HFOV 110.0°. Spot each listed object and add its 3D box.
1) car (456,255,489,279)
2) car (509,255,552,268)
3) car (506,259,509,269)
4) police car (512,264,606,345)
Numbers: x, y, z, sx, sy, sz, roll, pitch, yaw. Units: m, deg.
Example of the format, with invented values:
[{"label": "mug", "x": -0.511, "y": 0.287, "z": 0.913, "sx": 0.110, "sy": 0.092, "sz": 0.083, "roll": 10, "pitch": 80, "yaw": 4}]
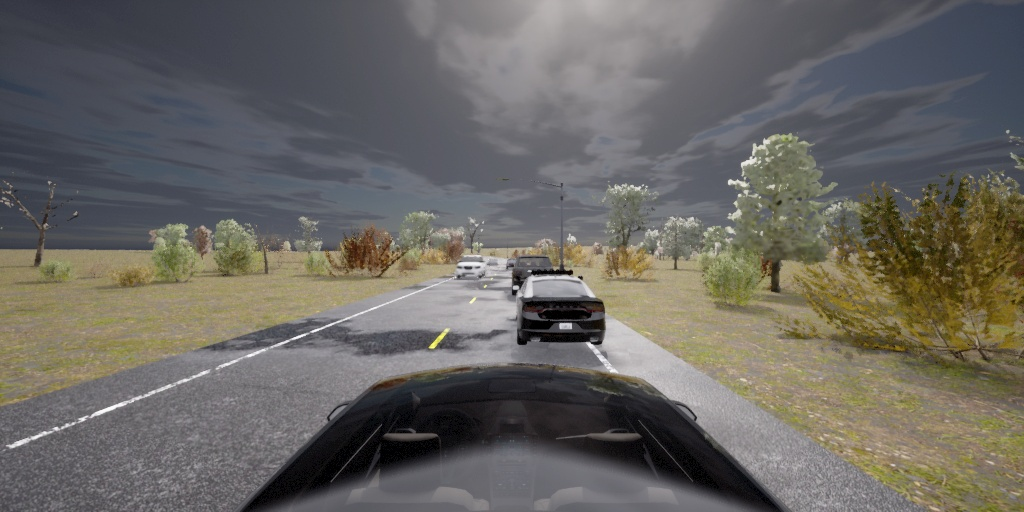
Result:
[{"label": "car", "x": -3.588, "y": 0.936, "z": 32.104, "sx": 2.150, "sy": 2.045, "sz": 5.566, "roll": 0, "pitch": 0, "yaw": 0}, {"label": "car", "x": 1.058, "y": 0.960, "z": 19.534, "sx": 2.150, "sy": 2.045, "sz": 5.566, "roll": 0, "pitch": 0, "yaw": 0}, {"label": "car", "x": 0.077, "y": 1.215, "z": 52.254, "sx": 2.033, "sy": 1.411, "sz": 5.357, "roll": 0, "pitch": 0, "yaw": 1}, {"label": "police car", "x": 1.054, "y": 1.171, "z": 9.614, "sx": 1.930, "sy": 1.638, "sz": 5.238, "roll": 0, "pitch": 0, "yaw": 0}]
